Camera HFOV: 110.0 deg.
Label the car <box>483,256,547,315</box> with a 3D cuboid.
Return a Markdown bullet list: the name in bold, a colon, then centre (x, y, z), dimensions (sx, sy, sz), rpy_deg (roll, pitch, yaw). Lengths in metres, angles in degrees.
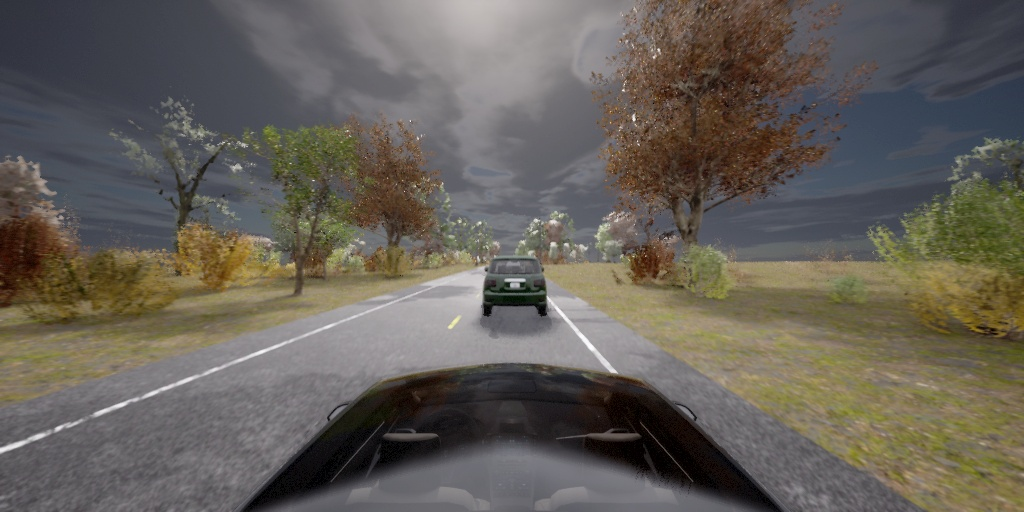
- **car**: centre (0.097, 1.009, 13.846), dimensions (2.150, 2.045, 5.566), rpy_deg (0, 0, 0)
